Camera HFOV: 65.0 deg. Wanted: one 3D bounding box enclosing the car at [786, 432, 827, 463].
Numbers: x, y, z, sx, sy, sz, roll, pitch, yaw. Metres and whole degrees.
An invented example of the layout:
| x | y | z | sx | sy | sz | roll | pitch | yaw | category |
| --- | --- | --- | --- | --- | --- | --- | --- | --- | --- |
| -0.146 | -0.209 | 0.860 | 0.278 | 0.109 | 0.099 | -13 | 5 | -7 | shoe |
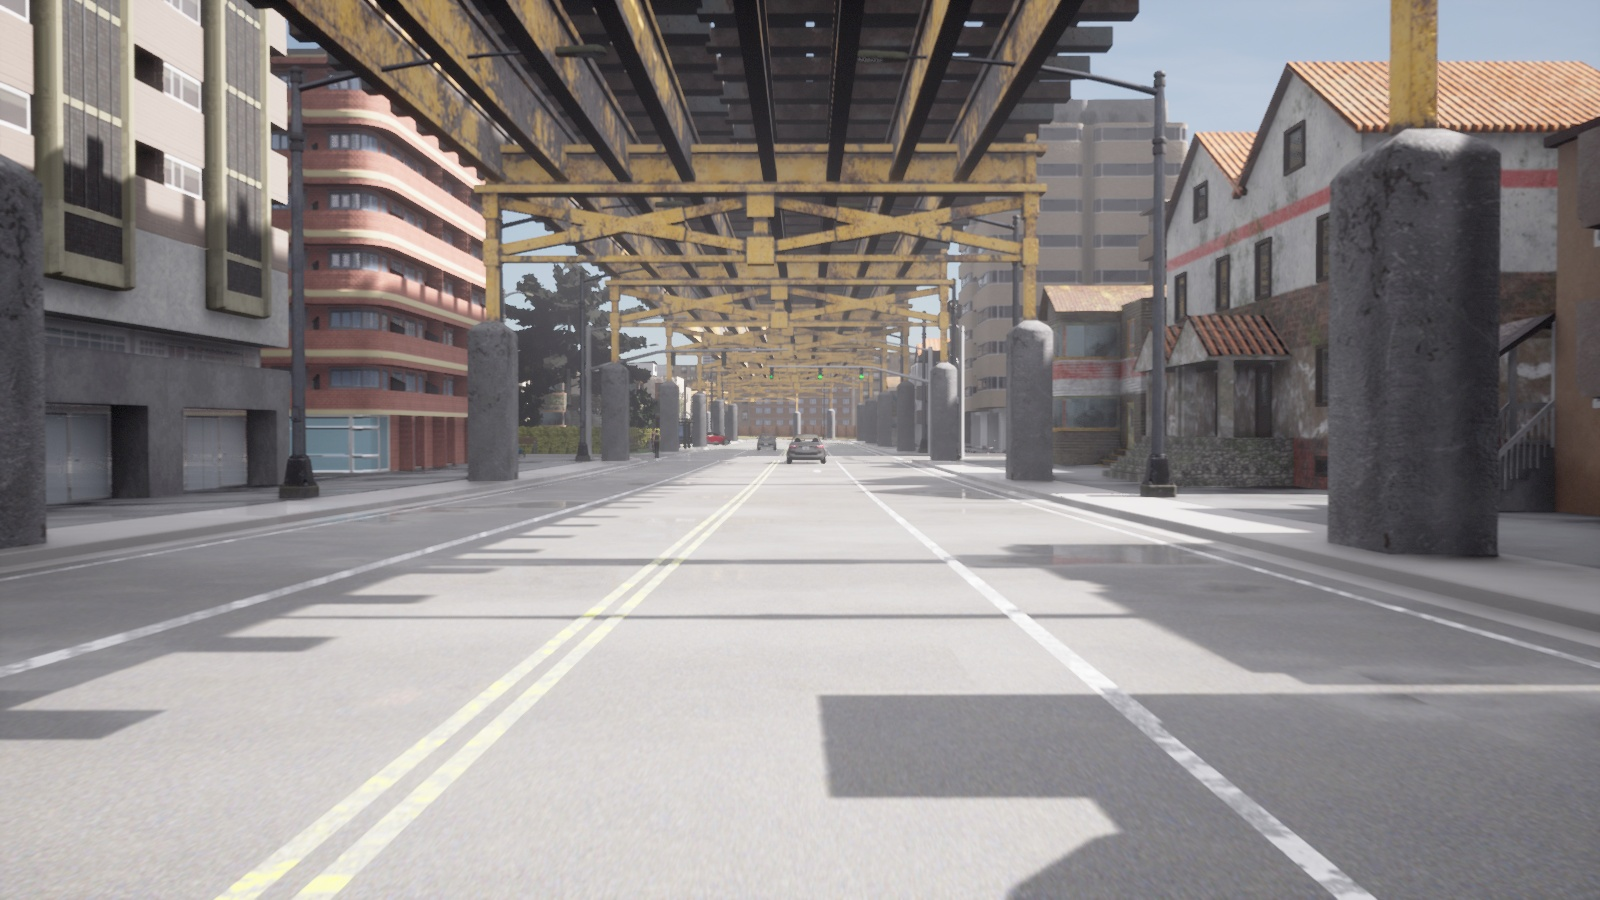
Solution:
| x | y | z | sx | sy | sz | roll | pitch | yaw | category |
| --- | --- | --- | --- | --- | --- | --- | --- | --- | --- |
| 0.365 | -0.165 | 71.412 | 2.242 | 1.667 | 4.611 | 0 | 1 | 0 | car |
